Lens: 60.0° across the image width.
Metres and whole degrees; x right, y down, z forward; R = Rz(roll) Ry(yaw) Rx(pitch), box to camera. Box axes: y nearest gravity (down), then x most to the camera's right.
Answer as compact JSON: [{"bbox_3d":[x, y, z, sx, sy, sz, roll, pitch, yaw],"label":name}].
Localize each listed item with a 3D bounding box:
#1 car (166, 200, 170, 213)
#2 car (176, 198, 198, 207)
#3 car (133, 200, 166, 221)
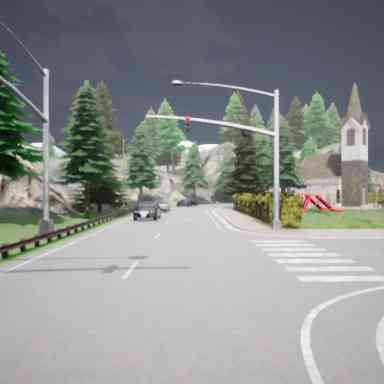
[{"bbox_3d":[-3.589,1.591,37.436,1.895,1.301,4.718,0,0,2],"label":"car"},{"bbox_3d":[-0.697,1.550,50.143,1.994,1.385,4.181,0,0,27],"label":"car"},{"bbox_3d":[-3.626,1.484,27.434,2.128,1.511,4.902,0,0,0],"label":"car"}]
